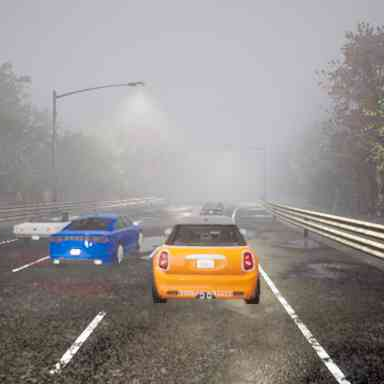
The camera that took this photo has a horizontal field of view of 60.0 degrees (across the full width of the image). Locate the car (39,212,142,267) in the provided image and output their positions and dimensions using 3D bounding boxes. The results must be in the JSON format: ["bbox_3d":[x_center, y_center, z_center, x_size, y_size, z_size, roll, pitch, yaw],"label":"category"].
[{"bbox_3d":[-3.024,1.466,11.475,1.882,1.535,5.008,0,0,3],"label":"car"}]

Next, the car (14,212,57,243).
[{"bbox_3d":[-6.278,1.579,15.902,1.895,1.301,4.718,0,0,4],"label":"car"}]

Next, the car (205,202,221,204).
[{"bbox_3d":[1.714,1.532,26.703,2.033,1.411,5.357,0,0,8],"label":"car"}]

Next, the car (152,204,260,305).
[{"bbox_3d":[0.342,1.346,8.262,2.097,1.767,4.553,0,0,2],"label":"car"}]
